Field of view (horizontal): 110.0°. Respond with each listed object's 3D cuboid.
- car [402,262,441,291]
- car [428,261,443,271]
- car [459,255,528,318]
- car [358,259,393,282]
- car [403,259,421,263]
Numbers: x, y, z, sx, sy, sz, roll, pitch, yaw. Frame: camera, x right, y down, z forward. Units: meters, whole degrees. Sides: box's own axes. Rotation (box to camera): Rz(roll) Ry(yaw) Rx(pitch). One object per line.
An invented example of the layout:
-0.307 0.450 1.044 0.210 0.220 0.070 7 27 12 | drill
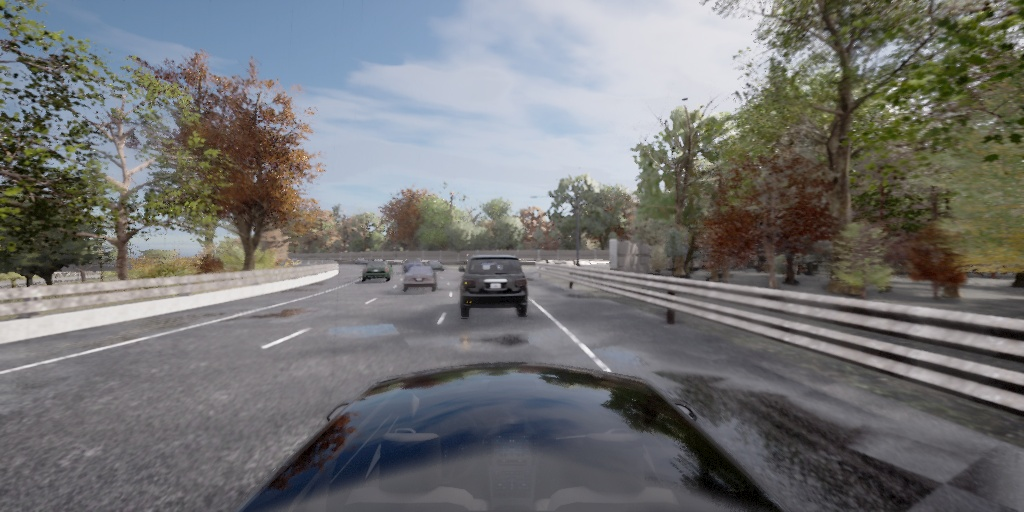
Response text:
-5.543 1.312 21.939 2.033 1.411 5.357 0 0 -11 | car
-10.737 1.341 48.613 1.994 1.385 4.181 0 0 -25 | car
-0.771 0.972 13.215 2.150 2.045 5.566 0 0 -6 | car
-11.034 1.134 29.650 2.097 1.767 4.553 0 0 -15 | car
-11.779 1.134 42.424 2.097 1.767 4.553 0 0 -22 | car
